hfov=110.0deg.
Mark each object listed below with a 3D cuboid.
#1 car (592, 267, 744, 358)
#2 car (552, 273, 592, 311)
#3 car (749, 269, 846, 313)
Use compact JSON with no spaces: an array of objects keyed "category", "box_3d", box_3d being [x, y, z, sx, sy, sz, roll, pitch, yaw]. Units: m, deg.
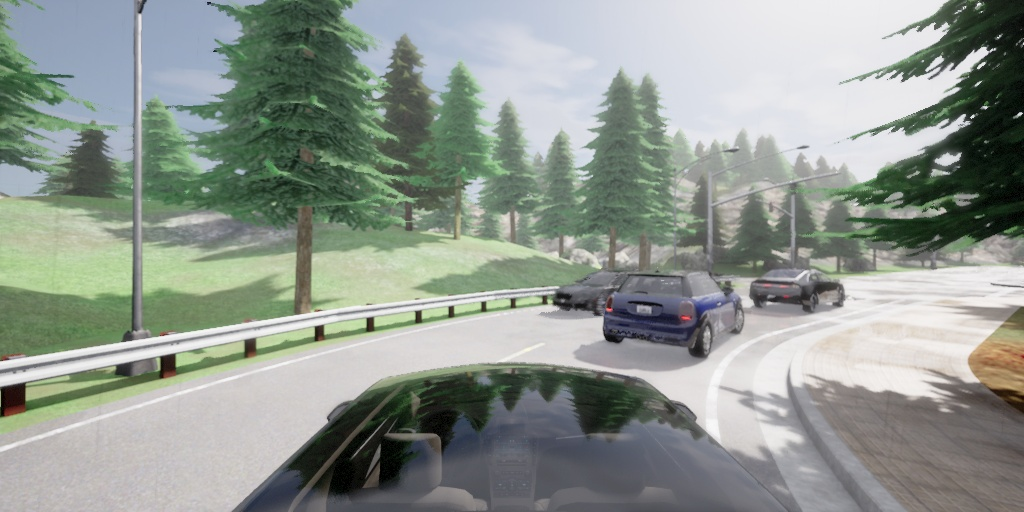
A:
[{"category":"car","box_3d":[4.126,1.114,8.858,2.097,1.767,4.553,0,0,43]},{"category":"car","box_3d":[3.685,1.277,13.436,4.892,1.490,1.837,1,-1,-35]},{"category":"car","box_3d":[11.282,1.266,14.102,4.902,1.511,2.128,0,0,-33]}]
